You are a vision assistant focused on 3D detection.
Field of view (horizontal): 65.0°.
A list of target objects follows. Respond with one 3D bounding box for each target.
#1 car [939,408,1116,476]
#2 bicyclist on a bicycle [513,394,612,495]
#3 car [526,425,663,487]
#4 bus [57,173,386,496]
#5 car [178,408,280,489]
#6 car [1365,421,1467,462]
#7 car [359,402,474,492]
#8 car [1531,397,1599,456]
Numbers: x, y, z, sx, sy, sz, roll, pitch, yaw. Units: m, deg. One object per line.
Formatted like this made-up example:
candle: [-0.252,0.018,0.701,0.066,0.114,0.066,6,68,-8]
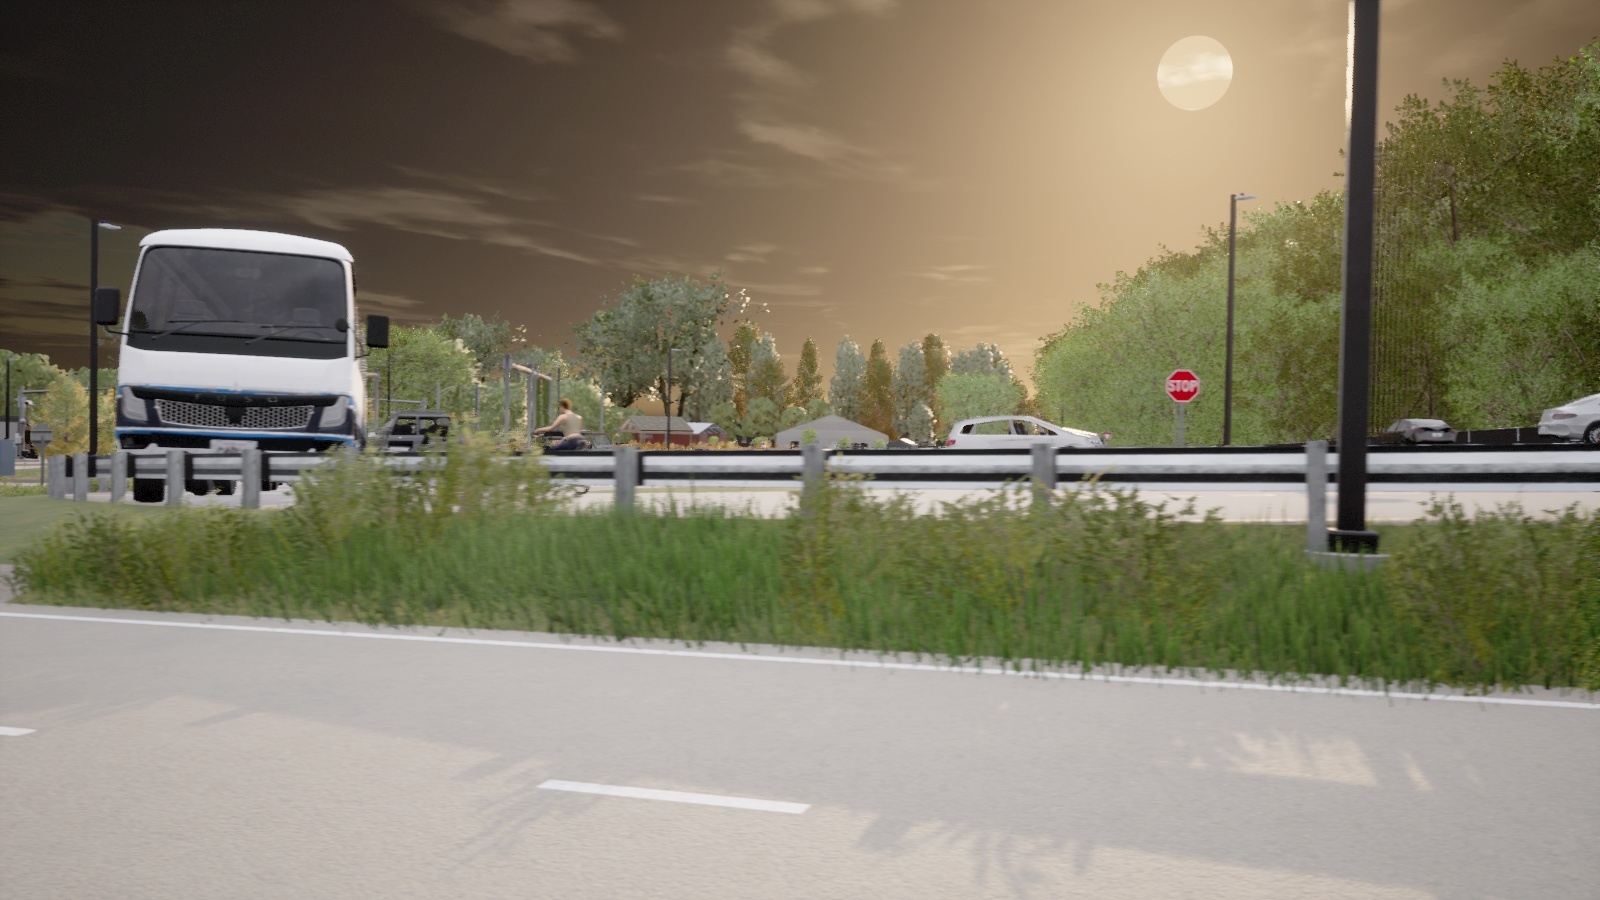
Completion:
car: [6.544,-0.215,35.994,4.611,1.667,2.242,-3,0,19]
bicyclist on a bicycle: [-3.958,-0.077,20.902,1.509,1.612,0.866,-1,-1,42]
car: [-6.620,0.195,40.595,3.866,1.878,1.905,-1,0,19]
bus: [-9.597,-1.370,22.406,3.944,4.253,10.273,2,-3,-18]
car: [-14.264,0.013,31.600,1.932,1.855,4.605,1,-2,-20]
car: [24.754,-0.305,50.671,2.163,1.488,4.792,1,-1,6]
car: [-8.773,-0.014,28.448,1.932,1.855,4.605,1,-1,-24]
car: [21.310,-0.640,31.619,4.674,1.442,1.812,-2,0,13]
